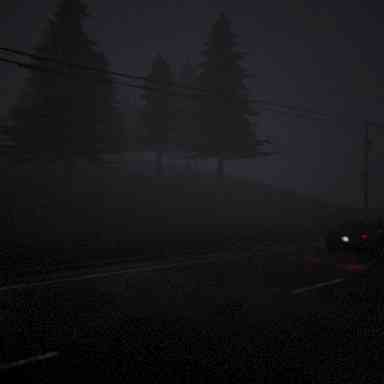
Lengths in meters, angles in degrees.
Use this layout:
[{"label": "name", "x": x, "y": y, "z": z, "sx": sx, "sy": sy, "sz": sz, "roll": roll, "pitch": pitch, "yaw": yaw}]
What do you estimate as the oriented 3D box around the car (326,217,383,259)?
[{"label": "car", "x": 7.252, "y": 1.712, "z": 13.322, "sx": 4.181, "sy": 1.385, "sz": 1.994, "roll": 1, "pitch": 0, "yaw": -35}]
